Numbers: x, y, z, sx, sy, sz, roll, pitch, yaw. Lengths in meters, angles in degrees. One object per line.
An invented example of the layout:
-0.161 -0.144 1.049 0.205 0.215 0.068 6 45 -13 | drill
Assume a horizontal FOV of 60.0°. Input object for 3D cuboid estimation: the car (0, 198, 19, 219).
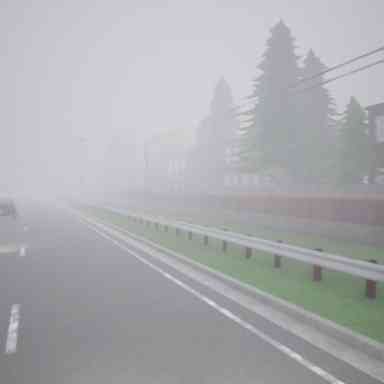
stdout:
-14.458 1.203 25.533 1.882 1.535 5.008 0 0 -26 | car
